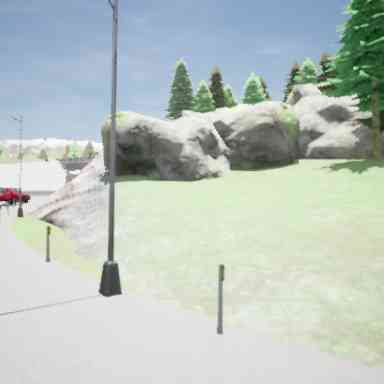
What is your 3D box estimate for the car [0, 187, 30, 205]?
[{"bbox_3d":[-21.451,0.467,39.675,2.150,2.045,5.566,1,1,-4],"label":"car"}]
